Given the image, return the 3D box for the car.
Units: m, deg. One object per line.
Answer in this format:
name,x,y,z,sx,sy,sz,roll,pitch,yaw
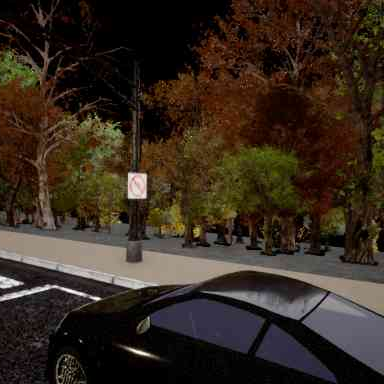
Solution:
car,0.368,1.564,3.425,4.181,1.385,1.994,0,0,36
